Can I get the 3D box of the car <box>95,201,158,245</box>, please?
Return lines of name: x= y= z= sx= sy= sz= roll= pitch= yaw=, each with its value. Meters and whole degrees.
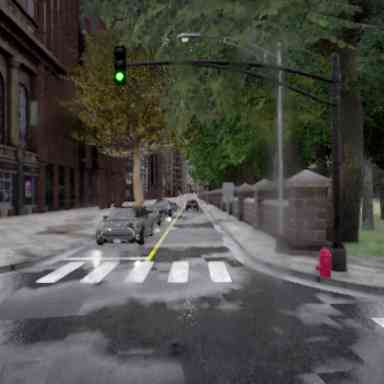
car: x=-3.087 y=1.455 z=16.012 sx=2.097 sy=1.767 sz=4.553 roll=0 pitch=0 yaw=0

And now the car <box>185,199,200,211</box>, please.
car: x=0.033 y=1.806 z=46.875 sx=1.837 sy=1.490 sz=4.892 roll=0 pitch=0 yaw=0

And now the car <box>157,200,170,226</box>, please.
car: x=-3.076 y=1.655 z=25.100 sx=2.128 sy=1.511 sz=4.902 roll=0 pitch=0 yaw=0

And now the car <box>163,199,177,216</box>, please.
car: x=-3.067 y=1.582 z=34.789 sx=2.097 sy=1.767 sz=4.553 roll=0 pitch=0 yaw=0

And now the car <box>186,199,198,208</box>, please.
car: x=0.043 y=1.951 z=56.909 sx=1.994 sy=1.385 sz=4.181 roll=0 pitch=-1 yaw=0

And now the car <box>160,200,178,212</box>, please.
car: x=-3.032 y=1.870 z=44.780 sx=1.994 sy=1.385 sz=4.181 roll=0 pitch=0 yaw=1
